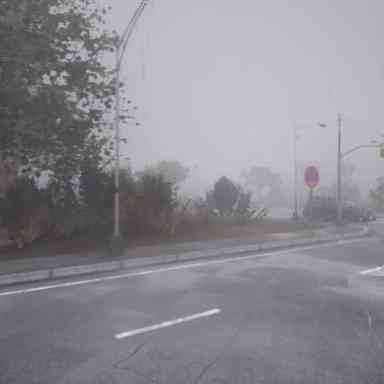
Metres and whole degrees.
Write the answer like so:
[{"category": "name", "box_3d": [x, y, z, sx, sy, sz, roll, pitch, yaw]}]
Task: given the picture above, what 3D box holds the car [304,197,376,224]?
[{"category": "car", "box_3d": [11.646, 1.451, 26.678, 2.150, 2.045, 5.566, 0, 2, -32]}]
